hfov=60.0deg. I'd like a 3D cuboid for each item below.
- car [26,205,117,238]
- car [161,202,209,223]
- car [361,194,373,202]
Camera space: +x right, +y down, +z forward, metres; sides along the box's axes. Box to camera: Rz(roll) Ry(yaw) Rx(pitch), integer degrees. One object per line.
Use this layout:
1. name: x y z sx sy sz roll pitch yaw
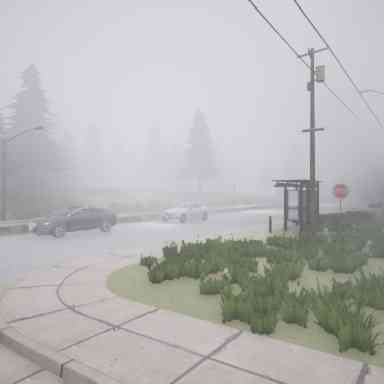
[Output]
1. car: -6.263 1.492 17.844 2.128 1.511 4.902 0 0 36
2. car: -0.416 1.527 25.916 1.812 1.442 4.674 0 0 36
3. car: 40.331 1.356 76.532 2.097 1.767 4.553 0 0 36
